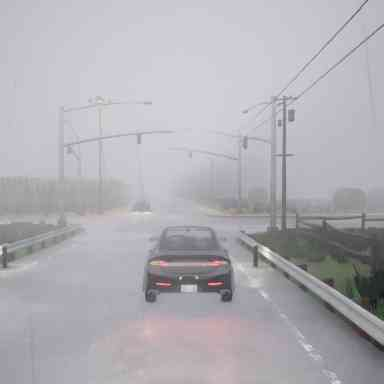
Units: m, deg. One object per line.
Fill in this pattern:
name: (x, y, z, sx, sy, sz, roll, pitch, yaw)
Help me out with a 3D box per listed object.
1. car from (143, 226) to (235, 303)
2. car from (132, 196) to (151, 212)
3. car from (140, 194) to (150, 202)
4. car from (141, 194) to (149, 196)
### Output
car: (-0.095, 1.614, 8.487, 2.128, 1.511, 4.902, 0, -2, -1)
car: (-5.755, 1.561, 38.118, 1.994, 1.385, 4.181, 0, 1, -7)
car: (-8.722, 1.078, 62.049, 1.837, 1.490, 4.892, 0, 1, -7)
car: (-7.348, 1.292, 51.116, 1.812, 1.442, 4.674, 0, 1, -7)
